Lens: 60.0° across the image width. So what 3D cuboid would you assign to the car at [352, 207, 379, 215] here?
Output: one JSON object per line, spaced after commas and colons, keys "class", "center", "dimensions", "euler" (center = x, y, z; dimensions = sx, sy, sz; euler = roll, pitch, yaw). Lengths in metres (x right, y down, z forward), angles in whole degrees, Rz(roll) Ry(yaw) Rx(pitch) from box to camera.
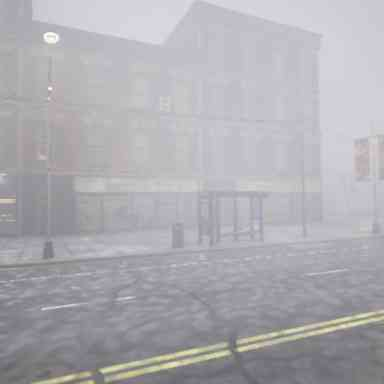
{"class": "car", "center": [31.169, 3.433, 59.796], "dimensions": [1.895, 1.301, 4.718], "euler": [0, -2, -16]}
